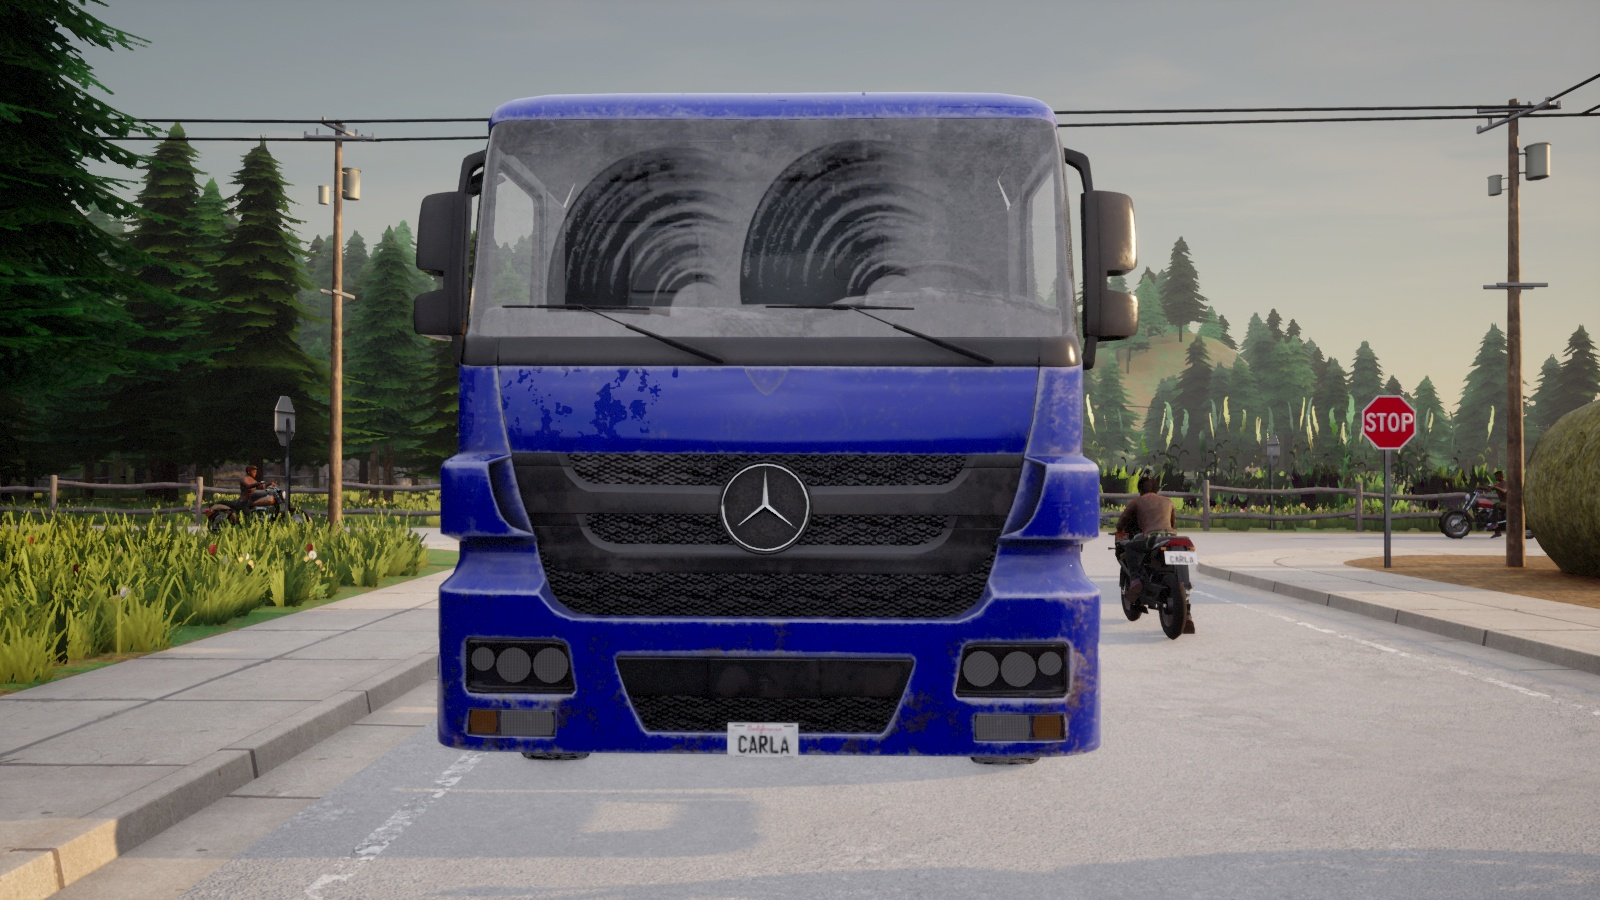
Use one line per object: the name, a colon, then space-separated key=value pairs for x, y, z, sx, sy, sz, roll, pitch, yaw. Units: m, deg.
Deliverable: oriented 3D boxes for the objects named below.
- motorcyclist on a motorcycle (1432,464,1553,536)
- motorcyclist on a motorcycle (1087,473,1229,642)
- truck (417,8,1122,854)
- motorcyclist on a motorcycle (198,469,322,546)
motorcyclist on a motorcycle: x=16.157 y=1.157 z=29.346 sx=2.350 sy=1.649 sz=0.766 roll=0 pitch=-1 yaw=3
motorcyclist on a motorcycle: x=3.470 y=0.990 z=12.382 sx=0.797 sy=1.523 sz=2.044 roll=0 pitch=-1 yaw=0
truck: x=-0.039 y=-0.014 z=9.142 sx=2.891 sy=3.462 sz=7.936 roll=0 pitch=-1 yaw=2
motorcyclist on a motorcycle: x=-11.643 y=1.231 z=27.127 sx=2.350 sy=1.649 sz=0.766 roll=0 pitch=-1 yaw=3
